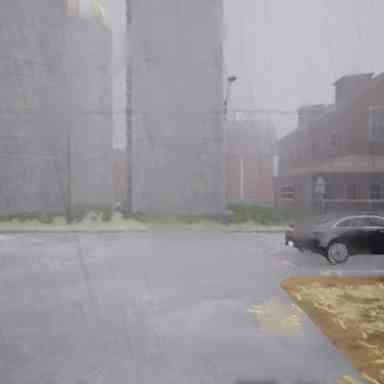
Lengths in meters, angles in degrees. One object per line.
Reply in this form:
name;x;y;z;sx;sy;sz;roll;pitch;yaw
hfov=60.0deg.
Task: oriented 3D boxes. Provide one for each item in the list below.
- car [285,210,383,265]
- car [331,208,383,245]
car;5.536;1.417;10.951;4.902;1.511;2.128;0;0;-10
car;8.572;1.466;14.488;4.181;1.385;1.994;0;0;0
